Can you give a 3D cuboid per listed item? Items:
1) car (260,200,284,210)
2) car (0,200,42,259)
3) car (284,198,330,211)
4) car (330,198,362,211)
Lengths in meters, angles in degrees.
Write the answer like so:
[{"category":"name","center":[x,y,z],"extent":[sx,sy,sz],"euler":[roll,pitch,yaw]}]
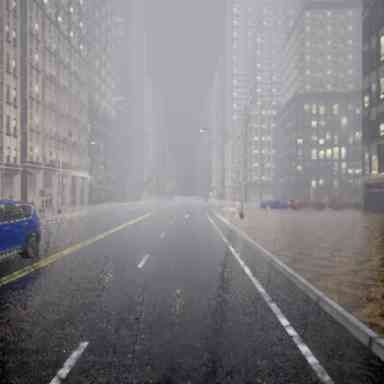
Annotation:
[{"category":"car","center":[12.609,1.883,49.440],"extent":[5.008,1.535,1.882],"euler":[0,0,3]},{"category":"car","center":[-6.598,1.290,10.043],"extent":[2.150,2.045,5.566],"euler":[0,-1,0]},{"category":"car","center":[16.009,1.739,46.578],"extent":[5.009,1.841,2.192],"euler":[0,0,3]},{"category":"car","center":[21.564,1.746,46.379],"extent":[5.009,1.841,2.192],"euler":[0,0,3]}]
